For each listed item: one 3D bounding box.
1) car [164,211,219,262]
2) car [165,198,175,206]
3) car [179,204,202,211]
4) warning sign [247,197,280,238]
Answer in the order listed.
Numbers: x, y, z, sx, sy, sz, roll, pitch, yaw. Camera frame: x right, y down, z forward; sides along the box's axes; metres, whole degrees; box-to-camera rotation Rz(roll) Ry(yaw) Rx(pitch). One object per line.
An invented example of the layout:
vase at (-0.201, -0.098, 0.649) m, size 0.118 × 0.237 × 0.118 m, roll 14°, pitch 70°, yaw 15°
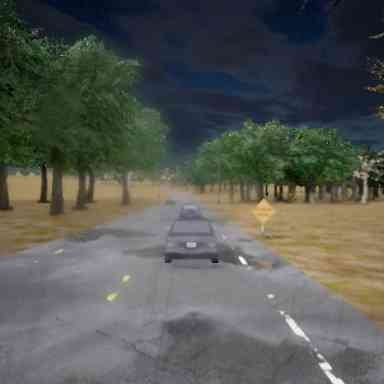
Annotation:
car at (-0.016, 1.651, 12.501) m, size 2.033 × 1.411 × 5.357 m, roll 0°, pitch 0°, yaw 0°
car at (-4.220, 1.895, 64.923) m, size 2.033 × 1.411 × 5.357 m, roll 0°, pitch 0°, yaw -1°
car at (-0.116, 1.749, 28.934) m, size 1.812 × 1.442 × 4.674 m, roll 0°, pitch 0°, yaw 0°
warning sign at (3.543, 1.250, 16.565) m, size 1.300 × 1.860 × 1.060 m, roll 2°, pitch 2°, yaw 0°
